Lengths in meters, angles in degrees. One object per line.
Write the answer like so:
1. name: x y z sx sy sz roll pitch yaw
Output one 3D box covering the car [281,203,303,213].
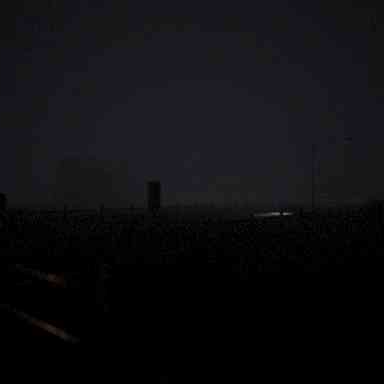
1. car: 14.861 2.330 49.277 1.895 1.301 4.718 -1 -1 36
